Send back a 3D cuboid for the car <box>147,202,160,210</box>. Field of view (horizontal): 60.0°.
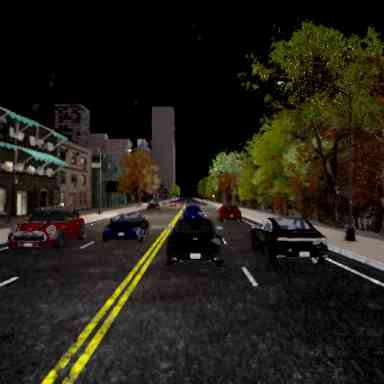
[{"bbox_3d":[-6.552,2.379,57.015,1.994,1.385,4.181,0,-1,0],"label":"car"}]

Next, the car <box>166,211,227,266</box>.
[{"bbox_3d":[0.101,1.683,12.269,1.837,1.490,4.892,0,-1,0],"label":"car"}]

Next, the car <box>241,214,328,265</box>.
[{"bbox_3d":[3.351,1.670,12.318,2.128,1.511,4.902,0,-1,0],"label":"car"}]

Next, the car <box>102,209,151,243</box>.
[{"bbox_3d":[-3.348,1.818,17.622,1.994,1.385,4.181,0,-1,0],"label":"car"}]

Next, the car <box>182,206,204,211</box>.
[{"bbox_3d":[0.103,1.957,29.997,1.812,1.442,4.674,0,-1,0],"label":"car"}]

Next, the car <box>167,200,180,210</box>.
[{"bbox_3d":[-3.279,2.207,59.734,2.097,1.767,4.553,0,-1,1],"label":"car"}]

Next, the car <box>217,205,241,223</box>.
[{"bbox_3d":[3.353,1.916,30.477,1.882,1.535,5.008,0,-1,0],"label":"car"}]

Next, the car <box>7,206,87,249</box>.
[{"bbox_3d":[-6.597,1.578,15.627,2.097,1.767,4.553,0,-1,0],"label":"car"}]
